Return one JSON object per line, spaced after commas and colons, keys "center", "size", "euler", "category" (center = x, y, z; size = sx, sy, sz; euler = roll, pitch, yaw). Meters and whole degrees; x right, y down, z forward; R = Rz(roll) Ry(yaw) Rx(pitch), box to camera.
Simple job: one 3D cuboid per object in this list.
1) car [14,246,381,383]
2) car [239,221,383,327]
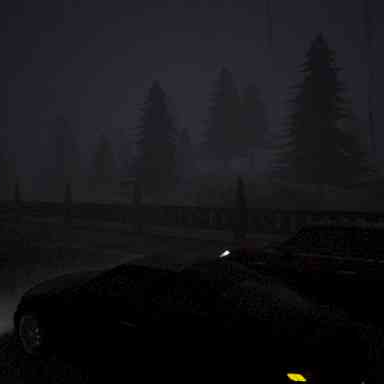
{"center": [-0.386, 1.525, 4.268], "size": [4.674, 1.442, 1.812], "euler": [0, 0, 36], "category": "car"}
{"center": [2.614, 1.351, 6.428], "size": [4.553, 1.767, 2.097], "euler": [0, 0, 36], "category": "car"}
